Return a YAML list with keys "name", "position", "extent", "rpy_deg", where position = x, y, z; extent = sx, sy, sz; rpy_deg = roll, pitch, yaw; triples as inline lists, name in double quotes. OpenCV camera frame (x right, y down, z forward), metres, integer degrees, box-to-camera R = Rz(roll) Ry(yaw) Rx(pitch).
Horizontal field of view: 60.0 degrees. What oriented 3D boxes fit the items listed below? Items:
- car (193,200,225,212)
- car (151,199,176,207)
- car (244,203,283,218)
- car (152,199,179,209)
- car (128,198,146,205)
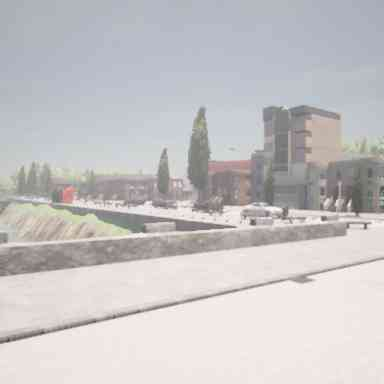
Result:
- name: "car"
  position: [2.077, 1.822, 41.843]
  extent: [1.837, 1.490, 4.892]
  rpy_deg: [1, 0, -36]
- name: "car"
  position: [-5.140, 1.917, 59.157]
  extent: [2.033, 1.411, 5.357]
  rpy_deg: [1, -1, -36]
- name: "car"
  position: [7.362, 1.843, 34.473]
  extent: [1.812, 1.442, 4.674]
  rpy_deg: [1, -1, -36]
- name: "car"
  position: [-3.863, 1.809, 50.181]
  extent: [2.128, 1.511, 4.902]
  rpy_deg: [1, 0, -35]
- name: "car"
  position: [-11.341, 1.917, 67.826]
  extent: [2.033, 1.411, 5.357]
  rpy_deg: [1, -1, -36]
